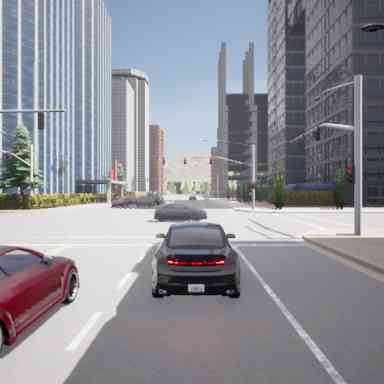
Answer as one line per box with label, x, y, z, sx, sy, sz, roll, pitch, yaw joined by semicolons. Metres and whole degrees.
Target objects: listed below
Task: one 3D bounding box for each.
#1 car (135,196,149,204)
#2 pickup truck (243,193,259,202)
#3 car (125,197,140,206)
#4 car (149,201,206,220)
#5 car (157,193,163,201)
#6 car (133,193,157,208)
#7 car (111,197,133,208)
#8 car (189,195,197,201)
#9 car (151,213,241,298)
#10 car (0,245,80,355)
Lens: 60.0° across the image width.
car;-10.360;1.588;69.000;2.128;1.511;4.902;0;0;0
pickup truck;13.269;1.125;72.730;2.390;2.098;6.274;0;0;31
car;-10.454;1.618;58.839;1.994;1.385;4.181;0;0;0
car;-0.905;1.587;25.796;4.181;1.385;1.994;0;0;1
car;-6.950;1.276;59.496;2.150;2.045;5.566;0;0;1
car;-6.983;1.397;49.656;2.097;1.767;4.553;0;0;0
car;-10.484;1.522;48.855;1.882;1.535;5.008;0;0;0
car;0.177;1.604;86.979;1.812;1.442;4.674;0;0;0
car;0.095;1.513;8.505;1.837;1.490;4.892;0;0;0
car;-3.427;1.569;5.547;1.994;1.385;4.181;0;0;1
